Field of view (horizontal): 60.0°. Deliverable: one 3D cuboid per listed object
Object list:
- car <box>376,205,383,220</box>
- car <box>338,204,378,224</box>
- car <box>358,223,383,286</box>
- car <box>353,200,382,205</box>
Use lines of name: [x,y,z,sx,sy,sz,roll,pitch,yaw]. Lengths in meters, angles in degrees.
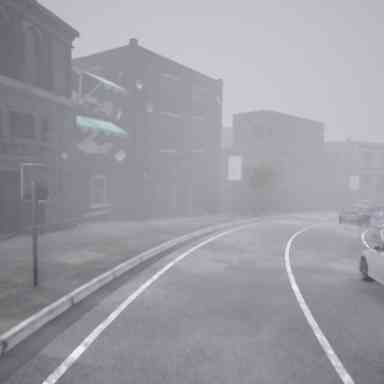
car: [22.240,2.535,37.144,5.357,1.411,2.033,3,2,-37]
car: [14.270,2.110,29.039,2.128,1.511,4.902,5,1,39]
car: [5.219,1.694,7.302,1.812,1.442,4.674,2,0,10]
car: [21.182,2.012,40.479,5.566,2.045,2.150,2,2,-37]
